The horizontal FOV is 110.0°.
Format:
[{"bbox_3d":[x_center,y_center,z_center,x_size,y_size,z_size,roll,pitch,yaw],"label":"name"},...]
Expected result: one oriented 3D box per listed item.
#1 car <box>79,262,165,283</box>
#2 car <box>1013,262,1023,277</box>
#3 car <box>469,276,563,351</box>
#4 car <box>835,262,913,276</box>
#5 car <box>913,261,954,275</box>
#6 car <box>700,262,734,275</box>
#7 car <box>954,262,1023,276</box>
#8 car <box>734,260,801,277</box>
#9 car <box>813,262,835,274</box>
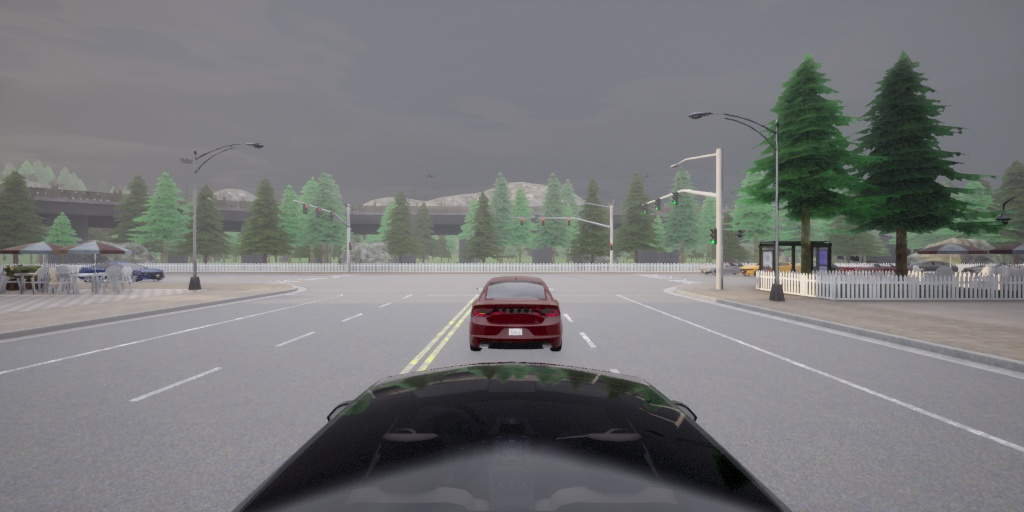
[{"bbox_3d":[-28.441,1.172,26.262,5.008,1.535,1.882,0,0,0],"label":"car"},{"bbox_3d":[50.983,1.242,33.042,5.357,1.411,2.033,0,0,22],"label":"car"},{"bbox_3d":[0.103,1.228,8.989,1.882,1.535,5.008,0,0,1],"label":"car"},{"bbox_3d":[33.121,1.295,32.923,4.718,1.301,1.895,0,0,2],"label":"car"},{"bbox_3d":[40.969,1.199,35.696,4.892,1.490,1.837,0,0,10],"label":"car"},{"bbox_3d":[21.881,1.295,36.646,4.718,1.301,1.895,0,0,1],"label":"car"},{"bbox_3d":[43.003,1.258,31.776,4.181,1.385,1.994,0,0,14],"label":"car"},{"bbox_3d":[23.817,1.172,33.115,5.008,1.535,1.882,0,0,1],"label":"car"},{"bbox_3d":[31.050,1.295,36.498,4.718,1.301,1.895,0,0,2],"label":"car"}]
